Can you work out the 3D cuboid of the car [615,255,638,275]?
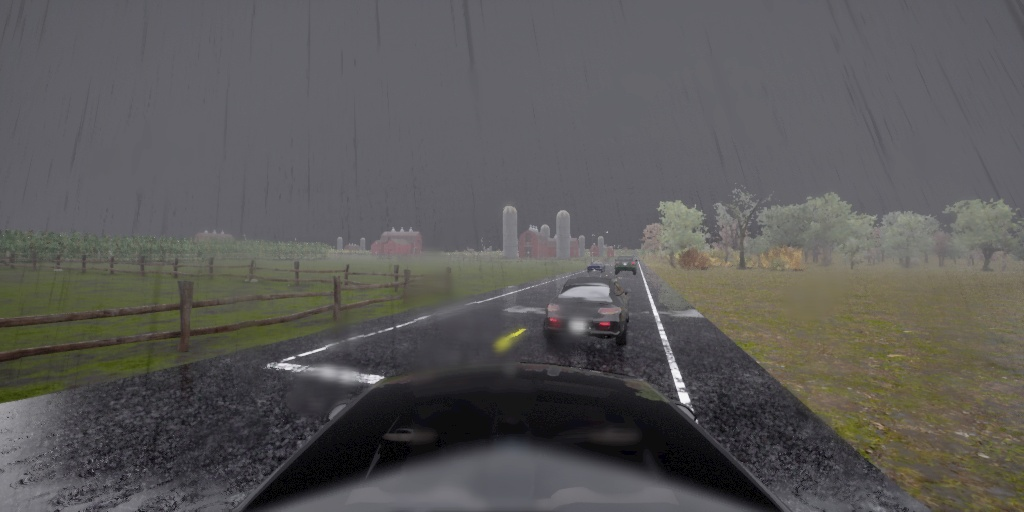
[{"bbox_3d":[12.553,0.961,39.473,2.150,2.045,5.566,0,0,20],"label":"car"}]

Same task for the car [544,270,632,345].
[{"bbox_3d":[2.127,1.274,9.532,1.812,1.442,4.674,0,0,19],"label":"car"}]

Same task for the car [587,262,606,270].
[{"bbox_3d":[10.340,1.340,43.910,1.895,1.301,4.718,0,0,19],"label":"car"}]
